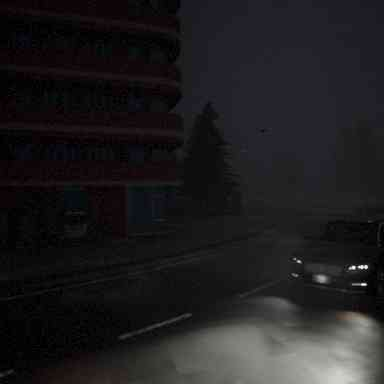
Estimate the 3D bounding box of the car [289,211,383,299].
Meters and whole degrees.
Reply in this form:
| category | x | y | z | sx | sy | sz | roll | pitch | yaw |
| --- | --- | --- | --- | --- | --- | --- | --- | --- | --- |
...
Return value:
| category | x | y | z | sx | sy | sz | roll | pitch | yaw |
| --- | --- | --- | --- | --- | --- | --- | --- | --- | --- |
| car | 4.175 | 1.479 | 8.621 | 2.128 | 1.511 | 4.902 | -1 | 0 | 40 |

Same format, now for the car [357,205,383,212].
| category | x | y | z | sx | sy | sz | roll | pitch | yaw |
| --- | --- | --- | --- | --- | --- | --- | --- | --- | --- |
| car | 10.983 | 1.491 | 19.894 | 2.033 | 1.411 | 5.357 | -1 | 0 | 20 |
